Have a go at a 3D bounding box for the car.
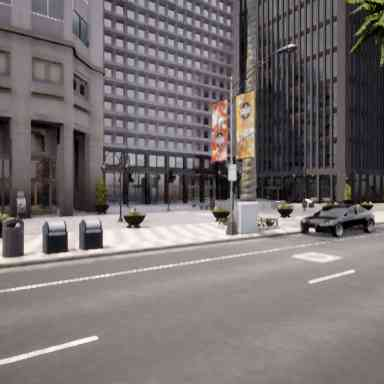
[{"bbox_3d":[7.798,1.459,17.649,4.786,1.482,2.161,0,0,-36],"label":"car"}]
